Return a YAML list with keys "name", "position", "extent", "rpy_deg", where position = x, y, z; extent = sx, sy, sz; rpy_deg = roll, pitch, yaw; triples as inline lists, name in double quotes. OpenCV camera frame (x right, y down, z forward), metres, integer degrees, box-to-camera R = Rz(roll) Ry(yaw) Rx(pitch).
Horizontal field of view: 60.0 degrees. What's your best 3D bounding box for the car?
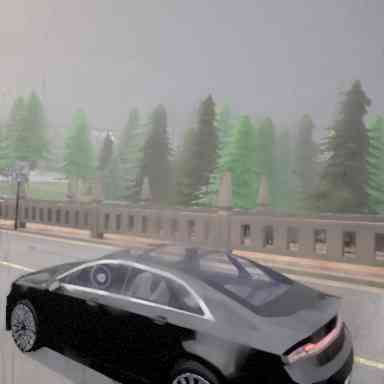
- name: "car"
  position: [-0.575, 1.462, 4.402]
  extent: [4.902, 1.511, 2.128]
  rpy_deg: [1, 0, 35]
